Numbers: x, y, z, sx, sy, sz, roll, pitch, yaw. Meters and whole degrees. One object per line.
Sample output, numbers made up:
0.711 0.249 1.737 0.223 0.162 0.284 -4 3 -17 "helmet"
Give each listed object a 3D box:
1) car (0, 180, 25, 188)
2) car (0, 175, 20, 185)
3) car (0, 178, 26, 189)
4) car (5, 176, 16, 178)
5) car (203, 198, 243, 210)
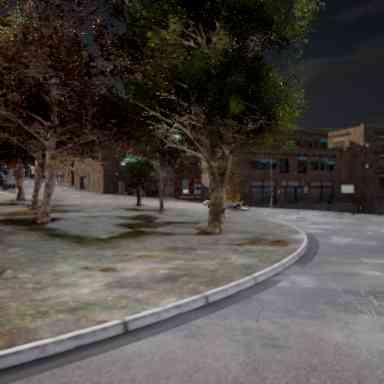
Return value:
-38.245 -1.660 70.324 2.002 1.452 4.674 6 5 34 "car"
-43.599 -2.767 77.632 2.435 2.045 5.566 6 5 34 "car"
-36.467 -1.427 67.866 2.231 1.521 4.892 6 4 34 "car"
-40.133 -1.972 72.617 1.946 1.575 5.366 6 5 34 "car"
3.821 1.372 41.923 2.033 1.411 5.357 0 2 -45 "car"
